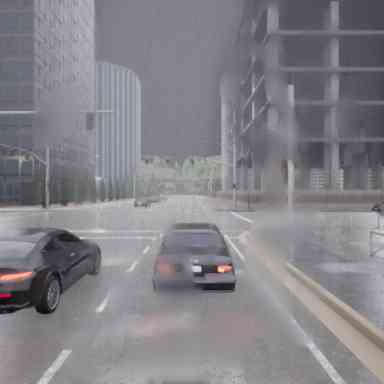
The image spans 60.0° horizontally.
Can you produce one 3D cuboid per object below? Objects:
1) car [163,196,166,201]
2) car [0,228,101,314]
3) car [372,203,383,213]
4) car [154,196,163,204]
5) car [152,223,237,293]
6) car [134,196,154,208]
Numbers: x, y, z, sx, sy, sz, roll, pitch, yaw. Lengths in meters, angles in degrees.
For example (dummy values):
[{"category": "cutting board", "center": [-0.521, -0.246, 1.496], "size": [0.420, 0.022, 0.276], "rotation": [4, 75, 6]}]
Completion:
[{"category": "car", "center": [-7.148, 1.521, 79.088], "size": [1.994, 1.385, 4.181], "rotation": [0, 0, 0]}, {"category": "car", "center": [-3.454, 1.524, 7.459], "size": [1.812, 1.442, 4.674], "rotation": [0, 0, 0]}, {"category": "car", "center": [20.694, 1.499, 33.808], "size": [4.181, 1.385, 1.994], "rotation": [0, 0, 0]}, {"category": "car", "center": [-7.163, 1.487, 64.206], "size": [1.837, 1.490, 4.892], "rotation": [0, 0, 0]}, {"category": "car", "center": [0.054, 1.545, 8.976], "size": [2.033, 1.411, 5.357], "rotation": [0, 0, 0]}, {"category": "car", "center": [-7.179, 1.479, 47.875], "size": [2.128, 1.511, 4.902], "rotation": [0, 0, 0]}]
